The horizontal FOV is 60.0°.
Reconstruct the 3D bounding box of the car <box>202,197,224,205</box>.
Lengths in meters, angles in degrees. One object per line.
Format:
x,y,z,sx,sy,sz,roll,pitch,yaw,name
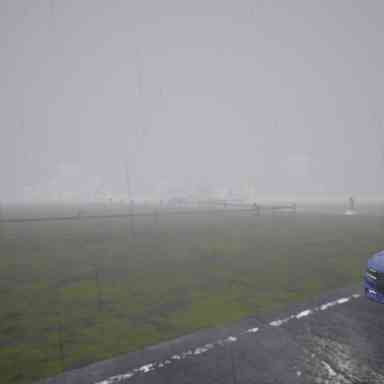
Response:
3.930,1.591,58.676,2.033,1.411,5.357,0,0,-35,car

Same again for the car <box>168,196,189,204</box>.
-2.821,1.578,68.239,2.128,1.511,4.902,0,0,-35,car

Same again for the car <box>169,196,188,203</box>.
-1.735,1.250,61.897,2.128,1.511,4.902,0,0,-35,car

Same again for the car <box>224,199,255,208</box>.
7.286,1.622,48.866,1.895,1.301,4.718,0,0,-35,car

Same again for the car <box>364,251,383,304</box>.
5.604,1.458,7.057,5.008,1.535,1.882,0,0,-35,car

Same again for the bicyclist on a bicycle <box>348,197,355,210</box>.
19.835,1.420,41.357,1.656,1.620,0.582,0,0,-35,bicyclist on a bicycle
